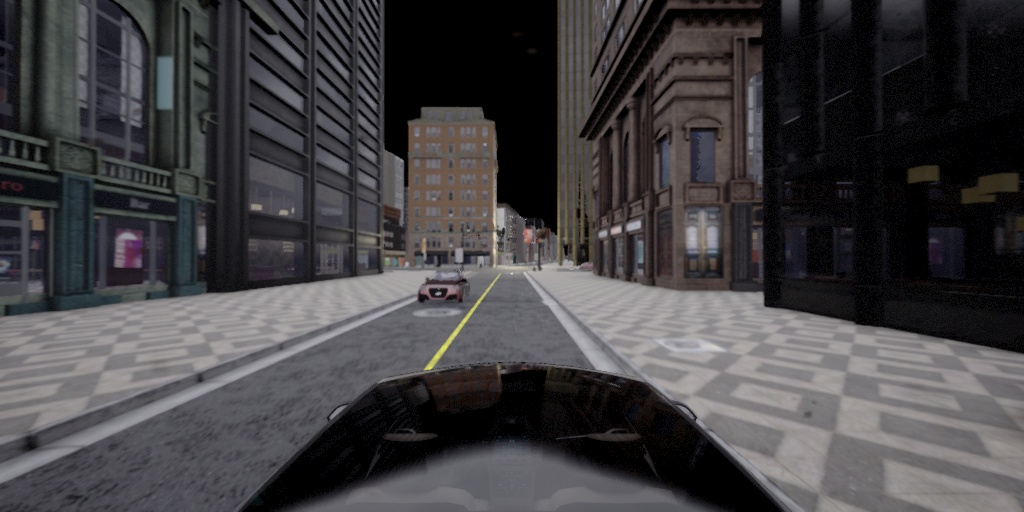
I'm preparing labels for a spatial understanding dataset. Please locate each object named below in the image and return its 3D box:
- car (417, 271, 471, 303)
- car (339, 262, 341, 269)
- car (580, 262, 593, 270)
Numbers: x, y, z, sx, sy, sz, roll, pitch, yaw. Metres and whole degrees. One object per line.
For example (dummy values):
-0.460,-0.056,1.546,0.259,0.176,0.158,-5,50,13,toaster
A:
-3.101,1.404,17.079,1.994,1.385,4.181,0,0,0,car
-26.279,1.643,56.592,4.718,1.301,1.895,0,0,0,car
12.867,1.581,56.751,4.181,1.385,1.994,0,0,0,car
